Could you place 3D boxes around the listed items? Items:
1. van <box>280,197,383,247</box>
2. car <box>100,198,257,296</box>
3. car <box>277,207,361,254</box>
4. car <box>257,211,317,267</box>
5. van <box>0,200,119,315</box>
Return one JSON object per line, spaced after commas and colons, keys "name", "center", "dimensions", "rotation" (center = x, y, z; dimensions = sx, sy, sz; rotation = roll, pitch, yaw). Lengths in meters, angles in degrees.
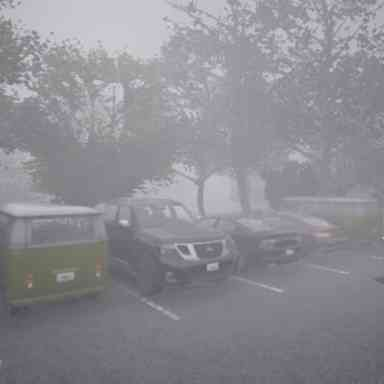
{"name": "van", "center": [5.518, 1.207, 14.127], "dimensions": [1.878, 1.987, 4.442], "rotation": [0, 0, -35]}
{"name": "car", "center": [-1.168, 1.213, 9.188], "dimensions": [2.435, 2.045, 5.566], "rotation": [0, 0, -35]}
{"name": "car", "center": [3.434, 1.483, 12.497], "dimensions": [2.002, 1.452, 4.674], "rotation": [0, 0, -35]}
{"name": "car", "center": [1.178, 1.453, 10.887], "dimensions": [2.097, 1.535, 5.008], "rotation": [0, 0, -35]}
{"name": "van", "center": [-3.509, 1.249, 7.700], "dimensions": [1.878, 1.987, 4.442], "rotation": [0, 0, -35]}
